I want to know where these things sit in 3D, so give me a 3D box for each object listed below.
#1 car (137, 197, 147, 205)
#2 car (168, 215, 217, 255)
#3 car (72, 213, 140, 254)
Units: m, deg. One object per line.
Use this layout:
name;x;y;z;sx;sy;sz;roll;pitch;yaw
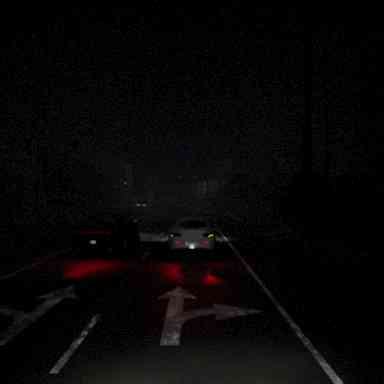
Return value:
car;-14.001;2.482;93.347;2.150;2.045;5.566;0;0;0
car;0.019;1.682;13.896;1.812;1.442;4.674;0;0;0
car;-3.478;1.638;14.242;1.882;1.535;5.008;0;0;0
